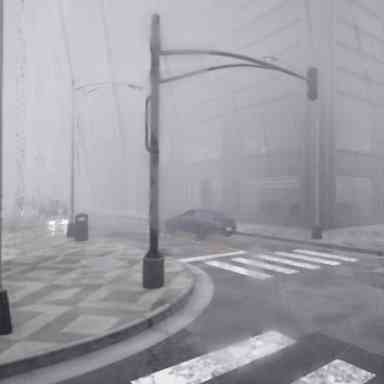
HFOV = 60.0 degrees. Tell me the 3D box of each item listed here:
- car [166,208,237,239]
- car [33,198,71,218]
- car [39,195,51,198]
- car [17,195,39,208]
[{"bbox_3d":[0.423,1.585,17.609,1.812,1.442,4.674,1,-1,-35],"label":"car"},{"bbox_3d":[-13.098,1.573,31.396,2.128,1.511,4.902,1,-1,-35],"label":"car"},{"bbox_3d":[-22.783,1.401,50.478,2.150,2.045,5.566,1,-1,-35],"label":"car"},{"bbox_3d":[-22.330,1.402,44.634,1.994,1.385,4.181,1,-1,-35],"label":"car"}]
